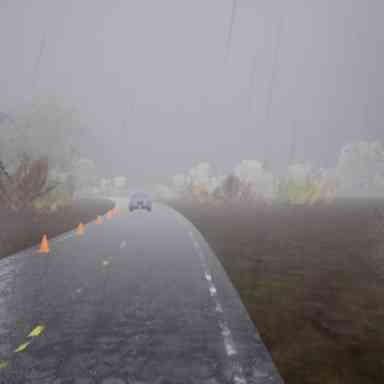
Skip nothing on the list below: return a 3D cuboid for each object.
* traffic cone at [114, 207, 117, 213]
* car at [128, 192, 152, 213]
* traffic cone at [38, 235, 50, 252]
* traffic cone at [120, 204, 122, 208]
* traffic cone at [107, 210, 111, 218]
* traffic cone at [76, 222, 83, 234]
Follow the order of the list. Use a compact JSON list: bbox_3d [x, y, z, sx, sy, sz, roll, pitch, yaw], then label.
[{"bbox_3d":[-7.373,1.765,31.990,0.340,0.580,0.340,0,0,-8],"label":"traffic cone"},{"bbox_3d":[-5.360,1.014,34.615,2.150,2.045,5.566,0,0,-9],"label":"car"},{"bbox_3d":[-5.458,1.886,12.311,0.340,0.580,0.340,0,0,-3],"label":"traffic cone"},{"bbox_3d":[-8.106,1.736,36.880,0.340,0.580,0.340,0,0,-9],"label":"traffic cone"},{"bbox_3d":[-6.743,1.795,27.086,0.340,0.580,0.340,0,0,-7],"label":"traffic cone"},{"bbox_3d":[-5.784,1.855,17.245,0.340,0.580,0.340,0,0,-4],"label":"traffic cone"}]
